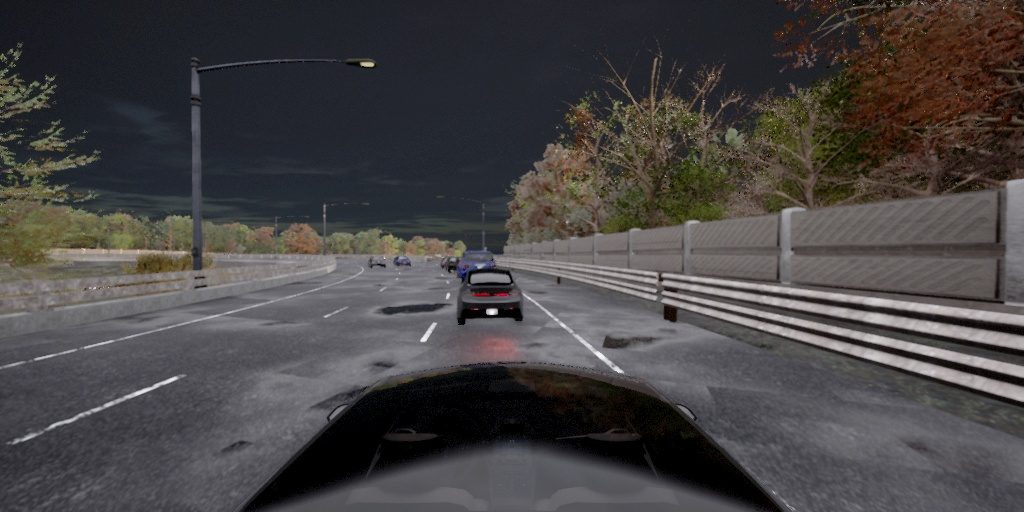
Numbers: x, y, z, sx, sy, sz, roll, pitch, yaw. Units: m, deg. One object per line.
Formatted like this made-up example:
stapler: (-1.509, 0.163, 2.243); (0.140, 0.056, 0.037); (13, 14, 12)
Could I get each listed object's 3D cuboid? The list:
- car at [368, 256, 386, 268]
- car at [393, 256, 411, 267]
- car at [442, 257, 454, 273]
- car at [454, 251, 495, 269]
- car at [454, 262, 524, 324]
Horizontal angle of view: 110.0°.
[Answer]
car: (-17.164, 0.753, 45.505); (2.033, 1.411, 5.357); (0, 1, -26)
car: (-15.223, 0.678, 49.500); (1.812, 1.442, 4.674); (0, 1, -26)
car: (-5.650, 0.795, 35.951); (1.882, 1.535, 5.008); (0, 1, -15)
car: (-2.289, 0.706, 22.674); (2.150, 2.045, 5.566); (0, 1, -11)
car: (-0.769, 1.131, 11.537); (1.837, 1.490, 4.892); (0, 1, -6)
